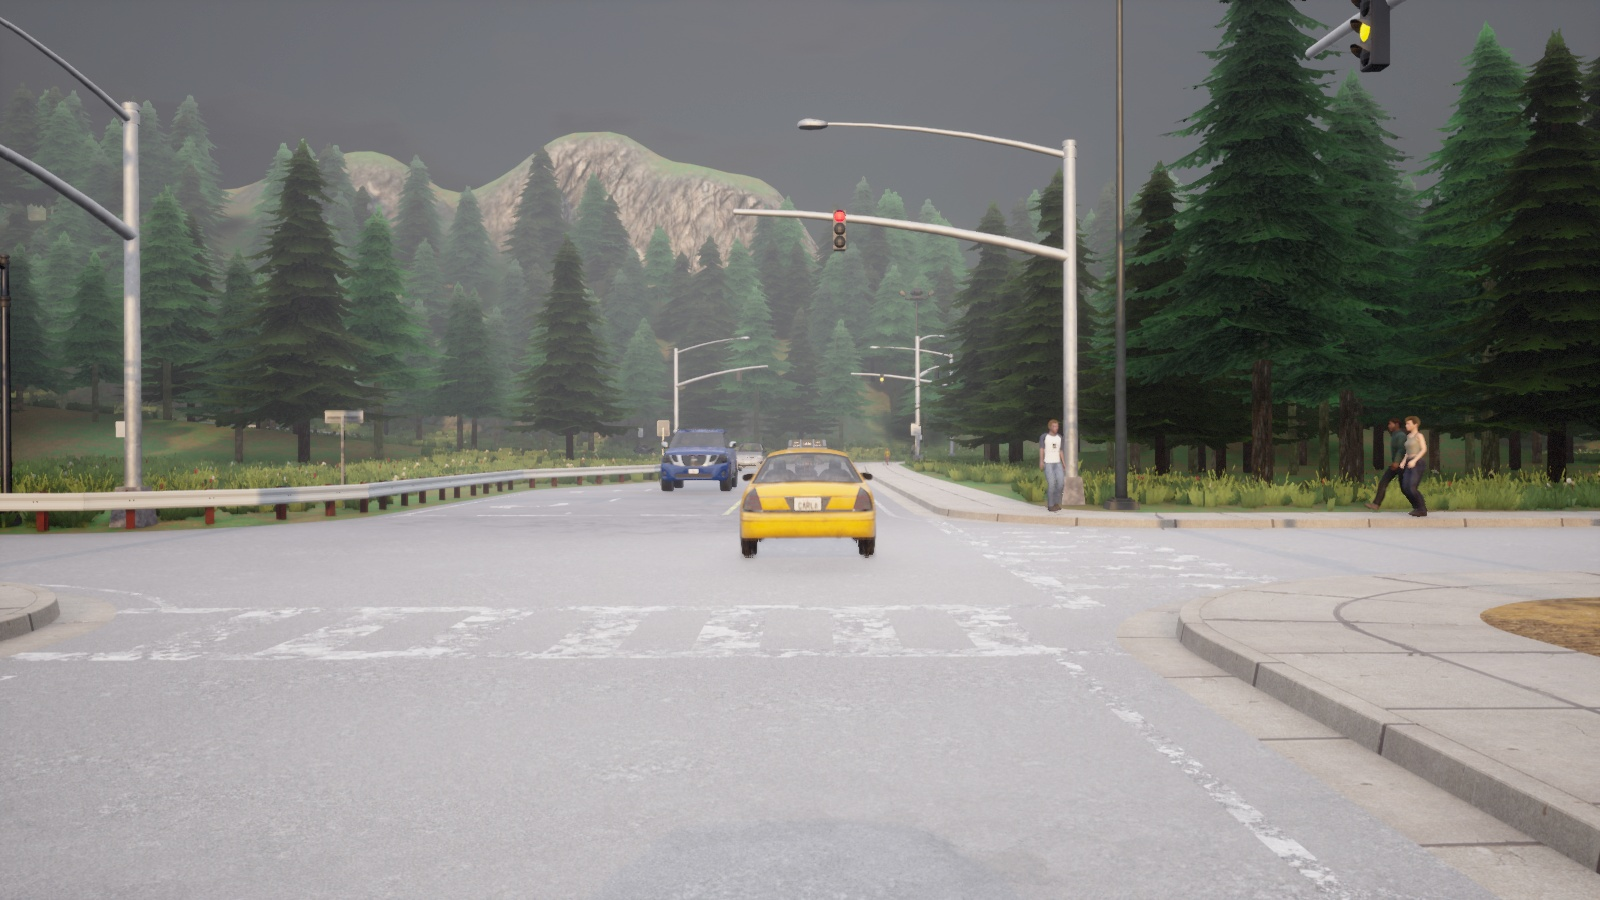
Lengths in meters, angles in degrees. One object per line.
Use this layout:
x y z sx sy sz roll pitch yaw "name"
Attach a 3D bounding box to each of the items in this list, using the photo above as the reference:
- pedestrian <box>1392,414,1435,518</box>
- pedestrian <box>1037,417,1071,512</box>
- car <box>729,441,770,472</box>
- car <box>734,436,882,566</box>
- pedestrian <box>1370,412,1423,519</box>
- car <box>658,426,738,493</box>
10.947 0.284 22.411 0.594 1.836 0.345 0 0 2 "pedestrian"
4.964 0.276 24.574 0.354 1.836 0.706 0 0 -16 "pedestrian"
-2.678 0.332 67.332 1.851 1.617 3.988 0 0 3 "car"
0.110 0.616 18.002 1.801 1.575 5.366 0 0 0 "car"
10.947 0.281 23.061 0.788 1.949 0.423 0 0 8 "pedestrian"
-3.262 0.281 41.294 2.150 2.045 5.566 0 0 0 "car"
